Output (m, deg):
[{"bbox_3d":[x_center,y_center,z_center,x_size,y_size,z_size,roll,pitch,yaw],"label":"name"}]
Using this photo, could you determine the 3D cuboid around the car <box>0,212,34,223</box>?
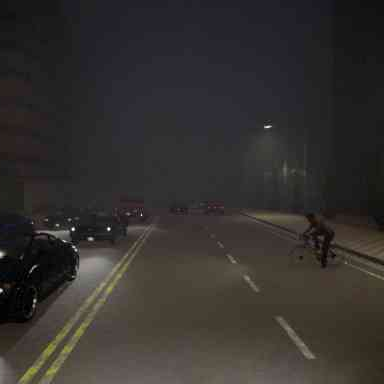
[{"bbox_3d":[-7.572,1.477,12.207,1.882,1.535,5.008,0,0,-3],"label":"car"}]

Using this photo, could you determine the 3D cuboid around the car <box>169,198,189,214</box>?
[{"bbox_3d":[-1.368,1.489,34.598,2.128,1.511,4.902,0,0,-2],"label":"car"}]

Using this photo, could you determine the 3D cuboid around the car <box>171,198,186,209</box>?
[{"bbox_3d":[-1.902,1.545,46.490,2.033,1.411,5.357,0,0,-2],"label":"car"}]

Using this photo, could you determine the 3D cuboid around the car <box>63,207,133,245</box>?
[{"bbox_3d":[-4.218,1.600,15.729,1.895,1.301,4.718,0,0,-2],"label":"car"}]

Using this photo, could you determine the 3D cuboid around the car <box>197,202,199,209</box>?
[{"bbox_3d":[1.688,1.598,43.842,1.895,1.301,4.718,0,0,-2],"label":"car"}]

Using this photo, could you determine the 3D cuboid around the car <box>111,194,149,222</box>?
[{"bbox_3d":[-4.659,1.220,26.410,2.150,2.045,5.566,0,0,-3],"label":"car"}]

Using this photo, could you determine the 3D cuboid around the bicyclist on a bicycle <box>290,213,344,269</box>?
[{"bbox_3d":[3.683,1.439,9.824,1.656,1.620,0.582,-2,0,-2],"label":"bicyclist on a bicycle"}]

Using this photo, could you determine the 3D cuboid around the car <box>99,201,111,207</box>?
[{"bbox_3d":[-8.376,1.562,32.022,1.994,1.385,4.181,0,0,-2],"label":"car"}]

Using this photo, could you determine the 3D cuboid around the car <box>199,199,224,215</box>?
[{"bbox_3d":[2.147,1.545,34.208,2.033,1.411,5.357,0,0,-2],"label":"car"}]

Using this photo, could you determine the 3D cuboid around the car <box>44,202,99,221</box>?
[{"bbox_3d":[-7.991,1.546,22.112,2.033,1.411,5.357,0,0,-3],"label":"car"}]

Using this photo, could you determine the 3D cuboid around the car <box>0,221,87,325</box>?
[{"bbox_3d":[-3.847,1.564,6.977,1.994,1.385,4.181,0,0,-2],"label":"car"}]
